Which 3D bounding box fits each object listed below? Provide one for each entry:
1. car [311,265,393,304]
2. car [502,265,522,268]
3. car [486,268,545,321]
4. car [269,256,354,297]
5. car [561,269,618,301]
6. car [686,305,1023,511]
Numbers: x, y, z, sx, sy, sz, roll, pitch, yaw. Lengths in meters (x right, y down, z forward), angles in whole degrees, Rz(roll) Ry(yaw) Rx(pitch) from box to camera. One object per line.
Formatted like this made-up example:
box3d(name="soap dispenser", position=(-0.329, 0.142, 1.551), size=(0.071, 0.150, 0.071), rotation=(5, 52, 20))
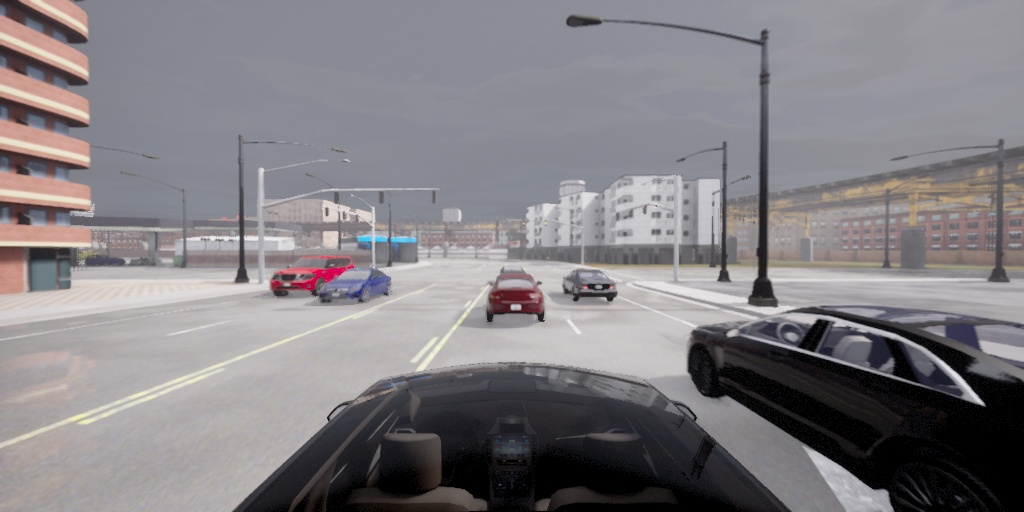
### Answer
box3d(name="car", position=(-7.018, 1.298, 16.665), size=(1.812, 1.442, 4.674), rotation=(0, 0, 1))
box3d(name="car", position=(-0.032, 1.344, 26.248), size=(1.895, 1.301, 4.718), rotation=(0, 1, -3))
box3d(name="car", position=(0.102, 1.310, 12.579), size=(1.812, 1.442, 4.674), rotation=(0, 0, 0))
box3d(name="car", position=(-10.487, 0.997, 19.492), size=(2.150, 2.045, 5.566), rotation=(0, 0, 0))
box3d(name="car", position=(3.621, 1.333, 17.500), size=(2.033, 1.411, 5.357), rotation=(0, 0, 0))
box3d(name="car", position=(3.602, 1.251, 3.646), size=(2.128, 1.511, 4.902), rotation=(0, 0, 0))
